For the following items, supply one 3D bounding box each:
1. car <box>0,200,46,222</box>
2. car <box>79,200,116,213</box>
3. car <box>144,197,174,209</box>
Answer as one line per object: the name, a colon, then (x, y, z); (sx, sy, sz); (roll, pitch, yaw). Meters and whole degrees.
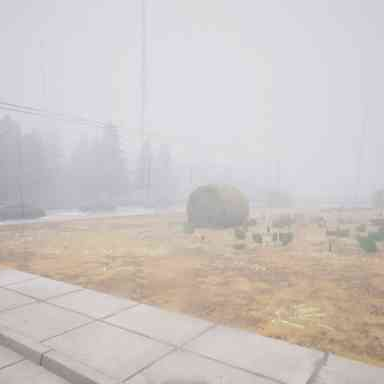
car: (-14.117, 1.591, 26.875); (1.994, 1.385, 4.181); (0, 0, 36)
car: (-10.674, 1.591, 37.750); (1.994, 1.385, 4.181); (0, 0, 36)
car: (-4.516, 1.532, 46.030); (1.837, 1.490, 4.892); (0, 0, 36)
